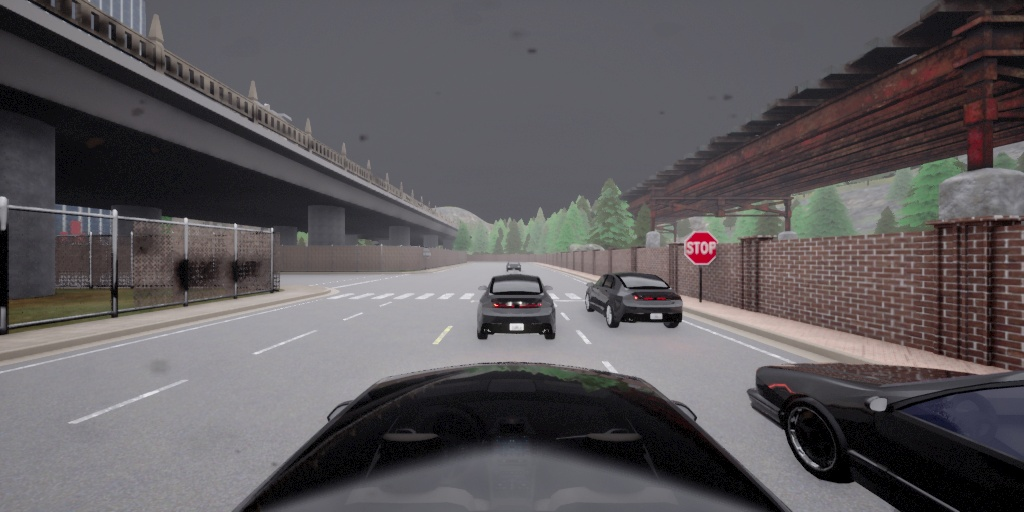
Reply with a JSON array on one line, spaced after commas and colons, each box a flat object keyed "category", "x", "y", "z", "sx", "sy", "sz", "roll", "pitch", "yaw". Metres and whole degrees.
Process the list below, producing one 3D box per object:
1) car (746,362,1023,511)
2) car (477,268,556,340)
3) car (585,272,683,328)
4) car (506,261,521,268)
[{"category": "car", "x": 3.600, "y": 1.297, "z": 1.609, "sx": 2.033, "sy": 1.411, "sz": 5.357, "roll": 0, "pitch": 0, "yaw": 0}, {"category": "car", "x": 0.103, "y": 1.255, "z": 9.998, "sx": 1.837, "sy": 1.490, "sz": 4.892, "roll": 0, "pitch": 0, "yaw": 0}, {"category": "car", "x": 3.606, "y": 1.255, "z": 11.355, "sx": 1.837, "sy": 1.490, "sz": 4.892, "roll": 0, "pitch": 0, "yaw": 0}, {"category": "car", "x": 0.209, "y": 1.351, "z": 46.282, "sx": 1.895, "sy": 1.301, "sz": 4.718, "roll": 0, "pitch": 0, "yaw": -1}]
